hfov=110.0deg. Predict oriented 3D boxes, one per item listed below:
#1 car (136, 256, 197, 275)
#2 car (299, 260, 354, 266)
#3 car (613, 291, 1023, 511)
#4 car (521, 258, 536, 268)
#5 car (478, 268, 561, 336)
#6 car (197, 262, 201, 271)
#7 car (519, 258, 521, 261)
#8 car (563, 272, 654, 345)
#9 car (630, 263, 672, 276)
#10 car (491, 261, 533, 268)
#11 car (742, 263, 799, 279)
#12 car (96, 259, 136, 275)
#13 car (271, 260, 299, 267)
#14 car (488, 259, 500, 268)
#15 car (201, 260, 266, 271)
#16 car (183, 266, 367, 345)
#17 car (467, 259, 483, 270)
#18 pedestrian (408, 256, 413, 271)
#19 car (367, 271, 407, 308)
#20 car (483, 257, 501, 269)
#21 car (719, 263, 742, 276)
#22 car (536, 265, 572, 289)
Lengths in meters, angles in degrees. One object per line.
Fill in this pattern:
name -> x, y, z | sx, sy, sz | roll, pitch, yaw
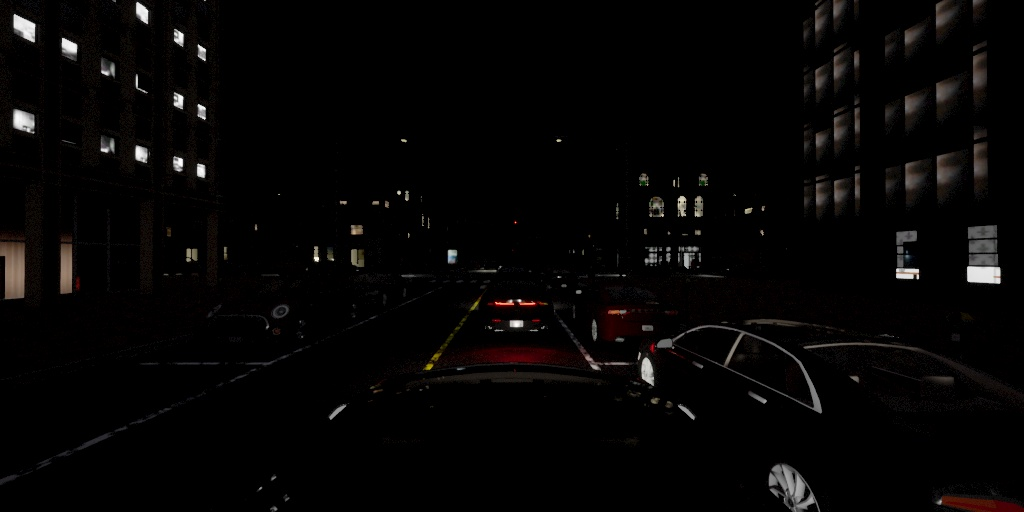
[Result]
car -> -30.953, 0.917, 33.215 | 5.009, 1.841, 2.192 | 0, 0, 1
car -> -17.788, 1.165, 35.608 | 4.902, 1.511, 2.128 | 0, 0, 1
car -> 2.691, 1.301, 3.653 | 2.007, 1.370, 4.403 | 0, 0, 0
car -> 2.687, 1.322, 53.119 | 1.948, 1.339, 4.313 | 0, 0, 0
car -> 0.100, 1.255, 10.363 | 1.837, 1.490, 4.892 | 0, 0, 0
car -> -27.825, 1.121, 35.762 | 4.902, 1.511, 2.128 | 0, 0, 1
car -> 2.687, 1.340, 64.161 | 1.802, 1.307, 4.207 | 0, 0, 0
car -> 2.690, 1.296, 9.345 | 1.888, 1.381, 4.507 | 0, 0, 0
car -> 14.809, 1.403, 38.306 | 4.181, 1.385, 1.994 | 0, 0, 1
car -> 0.095, 1.230, 20.552 | 1.882, 1.535, 5.008 | 0, 0, 2
car -> 23.641, 1.433, 32.343 | 4.207, 1.307, 1.802 | 0, 0, 1
car -> -36.490, 1.130, 33.300 | 4.403, 1.370, 2.007 | 0, 0, 1
car -> -25.456, 1.197, 41.512 | 4.829, 1.417, 1.751 | 0, 0, 1
car -> -3.069, 1.263, 63.214 | 1.837, 1.490, 4.892 | 0, 0, 0
car -> -25.417, 1.177, 33.130 | 4.403, 1.370, 2.007 | 0, 0, 1
car -> -5.690, 1.190, 9.361 | 1.967, 1.591, 4.097 | 0, 0, 0
car -> -5.693, 1.338, 53.132 | 1.802, 1.307, 4.207 | 0, 0, 0
pedestrian -> -12.554, 0.885, 44.265 | 0.375, 1.860, 0.375 | 0, -1, 1
car -> -5.691, 1.302, 15.053 | 2.007, 1.370, 4.403 | 0, 0, 0
car -> -3.087, 1.234, 53.804 | 1.882, 1.535, 5.008 | 0, 0, 1
car -> 24.624, 1.413, 38.160 | 4.674, 1.442, 1.812 | 0, 0, 1
car -> 2.690, 1.302, 20.729 | 2.007, 1.370, 4.403 | 0, 0, 0
